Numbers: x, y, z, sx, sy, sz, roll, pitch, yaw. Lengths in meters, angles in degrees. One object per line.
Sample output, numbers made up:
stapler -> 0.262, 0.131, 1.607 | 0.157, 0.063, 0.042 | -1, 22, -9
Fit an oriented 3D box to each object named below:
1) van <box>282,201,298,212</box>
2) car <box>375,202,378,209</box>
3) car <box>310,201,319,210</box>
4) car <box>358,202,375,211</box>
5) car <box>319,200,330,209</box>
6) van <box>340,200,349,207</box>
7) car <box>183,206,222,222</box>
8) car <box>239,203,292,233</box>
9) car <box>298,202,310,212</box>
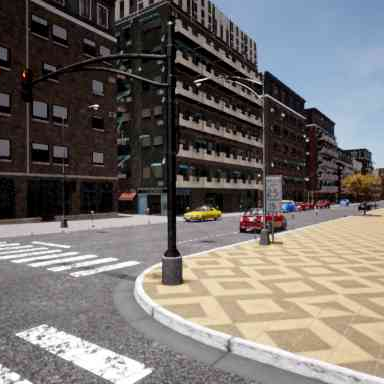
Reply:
van -> 14.041, 2.174, 49.697 | 1.690, 1.788, 3.998 | -2, -2, 35
car -> 37.009, 2.745, 68.125 | 2.008, 1.369, 4.403 | -2, -2, 35
car -> 20.499, 2.554, 58.964 | 1.887, 1.381, 4.507 | -2, -2, 35
car -> 30.553, 2.583, 58.853 | 1.947, 1.339, 4.313 | -2, -2, 35
car -> 26.953, 2.501, 68.243 | 2.192, 1.841, 5.009 | -2, -2, 35
van -> 39.829, 2.882, 86.812 | 1.690, 1.788, 3.998 | -2, -2, 35
car -> 1.033, 2.002, 31.007 | 1.752, 1.417, 4.829 | -2, -2, 35
car -> 4.727, 1.751, 21.767 | 1.967, 1.590, 4.097 | -2, -2, 35
car -> 17.270, 2.361, 54.331 | 1.967, 1.590, 4.097 | -2, -2, 35
